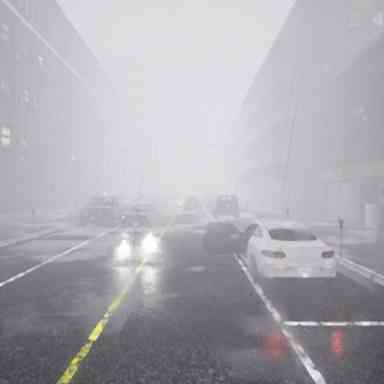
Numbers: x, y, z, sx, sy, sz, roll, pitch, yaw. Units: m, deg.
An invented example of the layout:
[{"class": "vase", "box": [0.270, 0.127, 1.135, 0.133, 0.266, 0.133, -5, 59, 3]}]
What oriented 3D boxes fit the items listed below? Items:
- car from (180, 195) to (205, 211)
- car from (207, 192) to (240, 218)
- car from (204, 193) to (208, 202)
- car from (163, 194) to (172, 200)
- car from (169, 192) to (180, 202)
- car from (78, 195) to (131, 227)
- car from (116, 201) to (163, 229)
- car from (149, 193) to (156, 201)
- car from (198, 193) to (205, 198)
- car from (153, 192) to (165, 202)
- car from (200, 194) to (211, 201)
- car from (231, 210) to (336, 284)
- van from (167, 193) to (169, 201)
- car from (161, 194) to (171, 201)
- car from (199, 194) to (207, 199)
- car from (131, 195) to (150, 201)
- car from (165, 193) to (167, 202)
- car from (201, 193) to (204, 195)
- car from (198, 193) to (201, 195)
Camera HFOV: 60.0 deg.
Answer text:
[{"class": "car", "box": [0.059, 1.326, 35.952, 1.994, 1.385, 4.181, 0, 0, 1]}, {"class": "car", "box": [2.696, 1.129, 27.269, 2.192, 1.841, 5.009, 0, 0, 0]}, {"class": "car", "box": [2.694, 1.186, 38.650, 1.967, 1.590, 4.097, 0, 0, 0]}, {"class": "car", "box": [-5.690, 1.127, 78.483, 1.802, 1.307, 4.206, 0, 0, 0]}, {"class": "car", "box": [-3.047, 1.113, 63.757, 1.837, 1.490, 4.892, 0, 1, 1]}, {"class": "car", "box": [-5.684, 1.165, 21.580, 2.192, 1.841, 5.009, 0, 0, 0]}, {"class": "car", "box": [-3.101, 1.456, 20.650, 1.895, 1.301, 4.718, 0, 0, 0]}, {"class": "car", "box": [-5.686, 1.186, 38.652, 1.967, 1.590, 4.097, 0, 0, 0]}, {"class": "car", "box": [2.689, 1.059, 95.551, 1.802, 1.307, 4.206, 0, 0, 0]}, {"class": "car", "box": [-5.686, 0.995, 50.030, 2.192, 1.841, 5.009, 0, 0, 0]}, {"class": "car", "box": [2.691, 1.139, 67.100, 1.887, 1.381, 4.507, 0, 0, 0]}, {"class": "car", "box": [2.352, 1.458, 9.221, 1.812, 1.442, 4.674, 0, 0, 0]}, {"class": "van", "box": [-5.687, 0.962, 61.409, 1.690, 1.788, 3.998, 0, 0, 0]}, {"class": "car", "box": [-5.689, 1.095, 72.621, 1.752, 1.417, 4.829, 0, 0, 0]}, {"class": "car", "box": [2.690, 1.104, 84.170, 1.802, 1.307, 4.206, 0, 0, 0]}, {"class": "car", "box": [-5.686, 1.331, 32.962, 2.008, 1.369, 4.403, 0, 0, 0]}, {"class": "car", "box": [-5.688, 1.176, 55.553, 1.752, 1.417, 4.829, 0, 0, 0]}, {"class": "car", "box": [2.692, 1.232, 55.721, 1.802, 1.307, 4.206, 0, 0, 0]}, {"class": "car", "box": [0.038, 1.168, 48.250, 1.882, 1.535, 5.008, 0, 0, 0]}]
